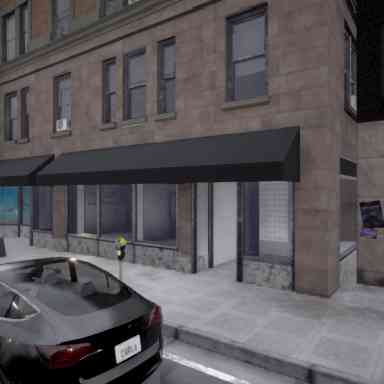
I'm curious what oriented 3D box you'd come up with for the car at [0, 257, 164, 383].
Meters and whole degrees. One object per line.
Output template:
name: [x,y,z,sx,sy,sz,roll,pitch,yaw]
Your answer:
car: [-2.314,1.566,4.451,4.313,1.339,1.947,0,0,35]
